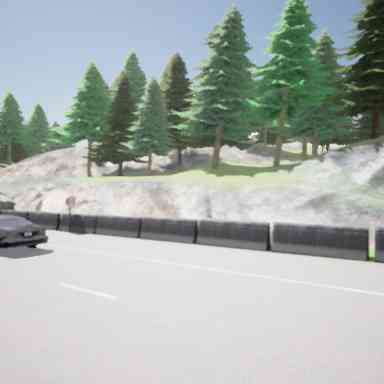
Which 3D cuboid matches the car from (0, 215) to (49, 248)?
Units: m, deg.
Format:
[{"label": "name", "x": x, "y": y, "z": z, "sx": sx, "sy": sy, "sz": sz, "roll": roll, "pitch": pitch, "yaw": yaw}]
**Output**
[{"label": "car", "x": -8.333, "y": 1.693, "z": 14.234, "sx": 5.357, "sy": 1.411, "sz": 2.033, "roll": -1, "pitch": 0, "yaw": 35}]
